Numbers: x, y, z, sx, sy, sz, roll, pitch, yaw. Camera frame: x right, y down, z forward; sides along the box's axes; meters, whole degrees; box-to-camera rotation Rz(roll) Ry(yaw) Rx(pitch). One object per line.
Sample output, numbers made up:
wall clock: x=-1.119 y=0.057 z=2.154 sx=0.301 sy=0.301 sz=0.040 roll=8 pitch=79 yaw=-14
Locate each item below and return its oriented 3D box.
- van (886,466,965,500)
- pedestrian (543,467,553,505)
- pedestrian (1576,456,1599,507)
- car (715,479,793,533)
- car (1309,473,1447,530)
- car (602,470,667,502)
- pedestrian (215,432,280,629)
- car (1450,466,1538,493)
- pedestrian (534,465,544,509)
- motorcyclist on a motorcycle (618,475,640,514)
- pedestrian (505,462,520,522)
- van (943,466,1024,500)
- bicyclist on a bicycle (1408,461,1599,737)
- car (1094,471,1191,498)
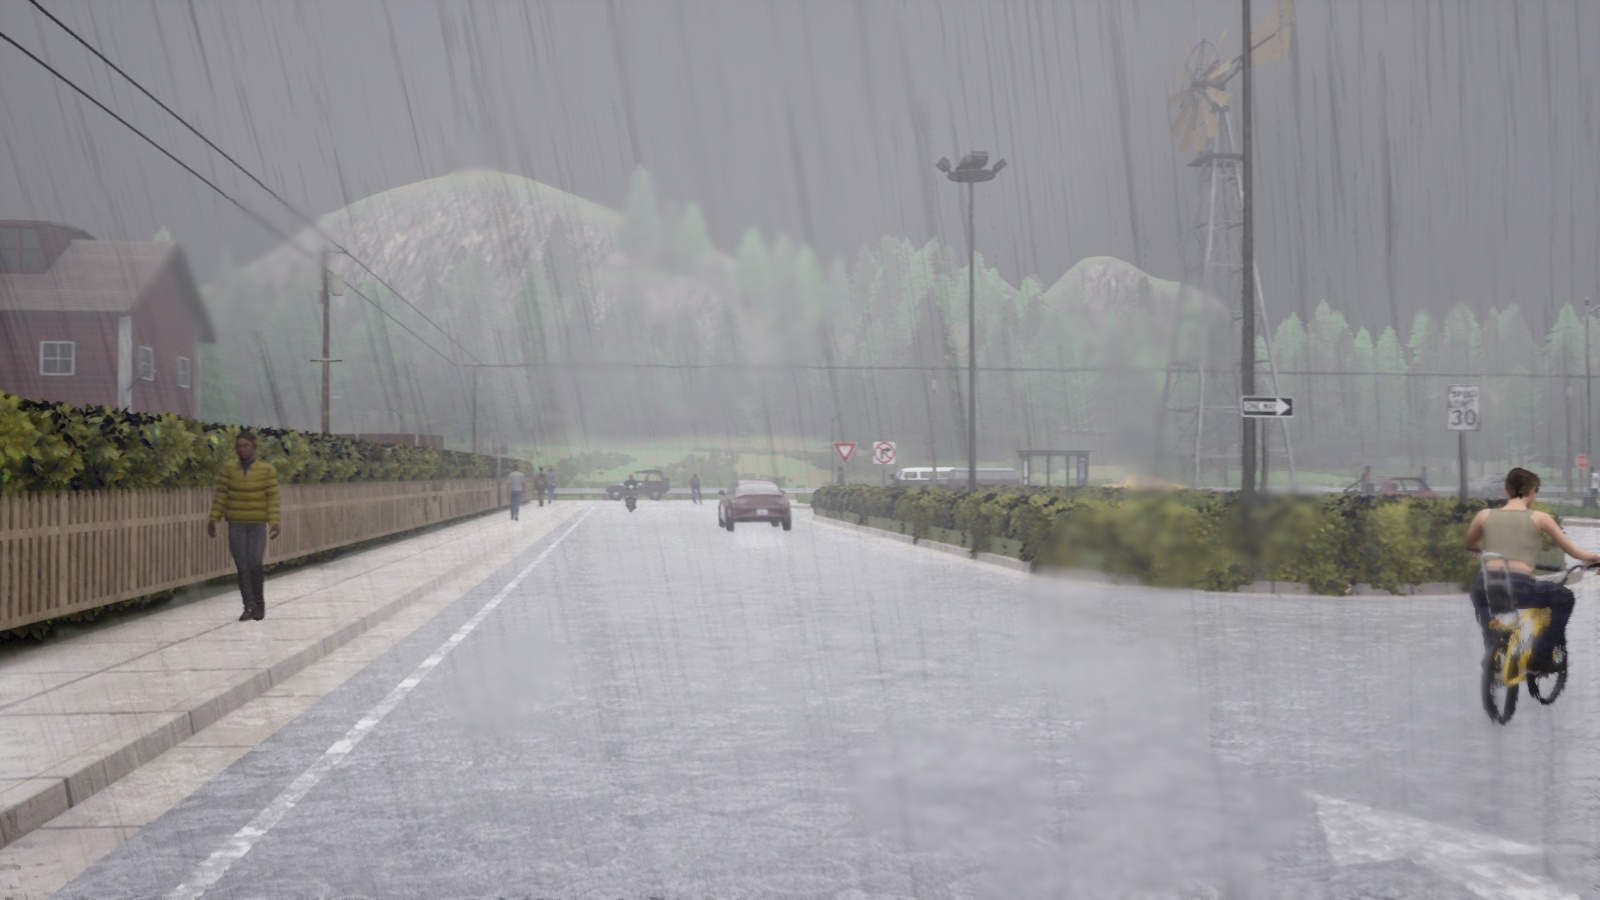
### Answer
van: x=7.721 y=2.002 z=77.729 sx=4.480 sy=2.038 sz=2.069 roll=0 pitch=-1 yaw=-8
pedestrian: x=-12.350 y=1.777 z=61.571 sx=0.354 sy=1.836 sz=0.706 roll=0 pitch=-1 yaw=-3
pedestrian: x=28.597 y=1.143 z=45.596 sx=0.354 sy=1.836 sz=0.706 roll=0 pitch=-1 yaw=-6
car: x=-1.404 y=1.574 z=36.576 sx=1.812 sy=1.442 sz=4.674 roll=0 pitch=-1 yaw=-8
car: x=16.212 y=1.402 z=35.440 sx=1.845 sy=1.501 sz=3.633 roll=0 pitch=-1 yaw=-8
car: x=-9.929 y=2.168 z=75.373 sx=3.866 sy=1.878 sz=1.905 roll=0 pitch=-1 yaw=-8
pedestrian: x=-5.330 y=0.758 z=12.146 sx=0.431 sy=1.840 sz=0.709 roll=0 pitch=-1 yaw=-11
car: x=45.761 y=1.918 z=82.799 sx=4.611 sy=1.667 sz=2.242 roll=-1 pitch=-1 yaw=-7
pedestrian: x=-11.567 y=1.655 z=55.633 sx=0.396 sy=1.930 sz=0.692 roll=0 pitch=-1 yaw=-12
motorcyclist on a motorcycle: x=-7.115 y=1.853 z=52.282 sx=0.866 sy=1.590 sz=1.817 roll=0 pitch=-1 yaw=-8
pedestrian: x=-8.926 y=1.310 z=38.981 sx=0.354 sy=1.836 sz=0.706 roll=0 pitch=-1 yaw=-19
van: x=10.862 y=1.943 z=74.617 sx=4.442 sy=1.987 sz=1.775 roll=0 pitch=-1 yaw=-8
bicyclist on a bicycle: x=4.708 y=0.883 z=8.192 sx=1.509 sy=1.612 sz=0.866 roll=1 pitch=-1 yaw=-44
car: x=20.672 y=2.081 z=75.922 sx=5.366 sy=1.575 sz=1.801 roll=0 pitch=-1 yaw=-8
